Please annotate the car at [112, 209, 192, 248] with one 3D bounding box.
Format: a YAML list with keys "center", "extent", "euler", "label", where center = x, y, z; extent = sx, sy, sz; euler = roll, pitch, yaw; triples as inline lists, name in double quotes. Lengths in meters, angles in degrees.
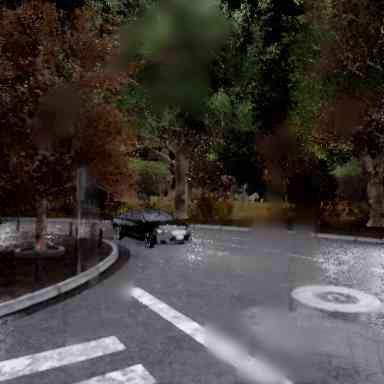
- center: [-1.959, 1.530, 15.081]
  extent: [2.128, 1.511, 4.902]
  euler: [1, -1, -38]
  label: "car"
